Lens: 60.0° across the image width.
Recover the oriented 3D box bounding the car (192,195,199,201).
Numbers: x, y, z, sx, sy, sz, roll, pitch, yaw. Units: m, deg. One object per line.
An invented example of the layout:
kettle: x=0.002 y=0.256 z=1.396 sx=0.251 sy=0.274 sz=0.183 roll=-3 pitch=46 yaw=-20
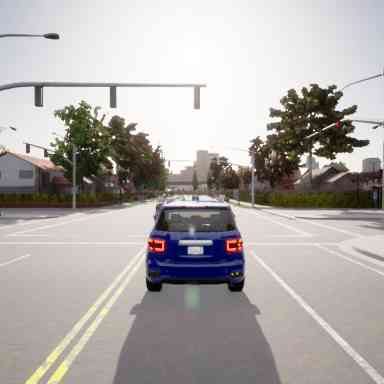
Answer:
car: x=0.932 y=1.478 z=88.078 sx=1.882 sy=1.535 sz=5.008 roll=0 pitch=0 yaw=0

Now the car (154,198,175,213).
car: x=-3.054 y=1.477 z=38.208 sx=1.882 sy=1.535 sz=5.008 roll=0 pitch=0 yaw=1

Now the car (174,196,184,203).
car: x=-2.702 y=1.525 z=68.658 sx=1.812 sy=1.442 sz=4.674 roll=0 pitch=0 yaw=1

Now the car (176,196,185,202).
car: x=-2.628 y=1.595 z=78.848 sx=1.895 sy=1.301 sz=4.718 roll=0 pitch=0 yaw=0

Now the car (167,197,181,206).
car: x=-2.877 y=1.547 z=54.589 sx=2.033 sy=1.411 sz=5.357 roll=0 pitch=0 yaw=0

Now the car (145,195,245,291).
car: x=0.071 y=1.222 z=9.119 sx=2.150 sy=2.045 sz=5.566 roll=0 pitch=0 yaw=0
